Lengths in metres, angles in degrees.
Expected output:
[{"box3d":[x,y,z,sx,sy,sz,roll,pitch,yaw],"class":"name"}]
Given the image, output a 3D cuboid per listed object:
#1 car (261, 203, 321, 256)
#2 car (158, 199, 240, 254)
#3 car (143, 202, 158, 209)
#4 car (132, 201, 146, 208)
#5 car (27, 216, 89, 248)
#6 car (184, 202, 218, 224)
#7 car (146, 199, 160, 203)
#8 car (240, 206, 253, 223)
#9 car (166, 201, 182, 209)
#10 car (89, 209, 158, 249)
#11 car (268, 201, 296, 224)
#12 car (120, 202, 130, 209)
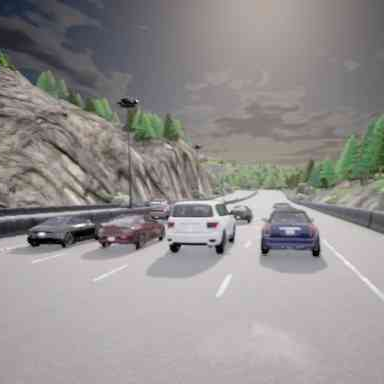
[{"box3d":[3.985,1.476,13.819,2.097,1.767,4.553,-1,-1,14],"class":"car"},{"box3d":[0.579,1.400,14.640,2.150,2.045,5.566,-1,-1,14],"class":"car"},{"box3d":[-2.456,2.015,31.170,2.128,1.511,4.902,-1,-1,14],"class":"car"},{"box3d":[-10.478,2.695,70.861,2.097,1.767,4.553,-1,-1,14],"class":"car"},{"box3d":[-6.127,1.867,16.630,1.994,1.385,4.181,-1,-1,14],"class":"car"},{"box3d":[0.879,1.811,30.094,2.097,1.767,4.553,-1,-1,14],"class":"car"},{"box3d":[-7.101,2.506,69.949,2.150,2.045,5.566,-1,-1,14],"class":"car"},{"box3d":[4.357,1.934,29.553,1.812,1.442,4.674,-1,-1,14],"class":"car"},{"box3d":[-3.697,2.749,69.116,2.128,1.511,4.902,-1,-1,14],"class":"car"},{"box3d":[-2.721,1.772,15.832,1.812,1.442,4.674,-1,-1,14],"class":"car"},{"box3d":[7.666,1.696,28.383,2.097,1.767,4.553,-1,-1,14],"class":"car"},{"box3d":[-13.877,2.897,71.686,1.837,1.490,4.892,-1,-1,14],"class":"car"}]
